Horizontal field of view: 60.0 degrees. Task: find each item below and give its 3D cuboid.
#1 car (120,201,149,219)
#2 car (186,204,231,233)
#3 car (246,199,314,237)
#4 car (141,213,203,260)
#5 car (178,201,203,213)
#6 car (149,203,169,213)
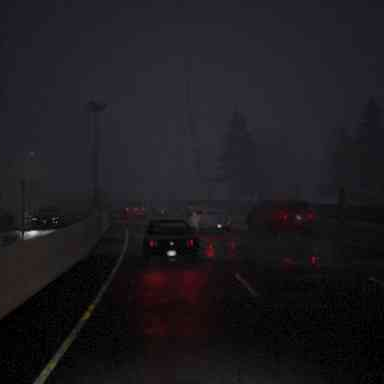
[{"bbox_3d":[-6.130,1.726,33.957,2.097,1.767,4.553,0,-1,-19],"label":"car"},{"bbox_3d":[1.113,1.748,21.318,1.812,1.442,4.674,0,-1,-11],"label":"car"},{"bbox_3d":[4.989,1.417,19.562,2.150,2.045,5.566,0,0,-10],"label":"car"},{"bbox_3d":[-0.964,1.743,13.136,1.895,1.301,4.718,0,-1,-8],"label":"car"},{"bbox_3d":[-0.037,1.748,37.551,2.097,1.767,4.553,0,-1,-20],"label":"car"},{"bbox_3d":[-4.049,1.940,38.350,1.812,1.442,4.674,0,-1,-21],"label":"car"}]
